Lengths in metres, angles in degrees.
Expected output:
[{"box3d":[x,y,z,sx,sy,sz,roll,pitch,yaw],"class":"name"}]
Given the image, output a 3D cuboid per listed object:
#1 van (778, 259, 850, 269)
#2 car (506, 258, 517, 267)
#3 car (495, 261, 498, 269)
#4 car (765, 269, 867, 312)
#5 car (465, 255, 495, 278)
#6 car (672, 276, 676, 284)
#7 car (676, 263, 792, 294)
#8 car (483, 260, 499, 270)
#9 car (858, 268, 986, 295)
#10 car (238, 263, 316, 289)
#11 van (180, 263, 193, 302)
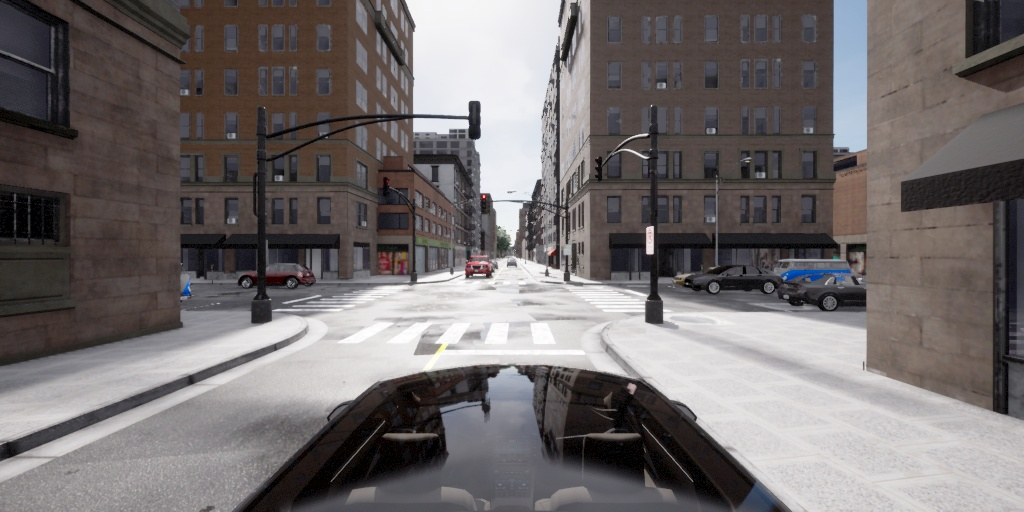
[{"box3d":[18.253,1.080,21.959,3.998,1.789,1.690,0,0,1],"class":"van"},{"box3d":[-0.026,1.260,63.766,2.033,1.411,5.357,0,0,0],"class":"car"},{"box3d":[-3.117,1.259,44.062,1.812,1.442,4.674,0,0,0],"class":"car"},{"box3d":[12.516,1.305,13.490,4.403,1.370,2.007,0,0,1],"class":"car"},{"box3d":[-3.111,0.962,34.225,2.150,2.045,5.566,0,0,0],"class":"car"},{"box3d":[12.413,1.264,22.017,4.829,1.417,1.751,0,0,1],"class":"car"},{"box3d":[11.921,1.248,19.465,4.892,1.490,1.837,0,0,-1],"class":"car"},{"box3d":[-3.106,1.288,54.056,1.994,1.385,4.181,0,0,1],"class":"car"},{"box3d":[21.955,1.346,19.352,4.718,1.301,1.895,0,0,1],"class":"car"},{"box3d":[-14.611,1.172,22.287,4.097,1.591,1.967,0,0,1],"class":"car"},{"box3d":[-14.678,1.089,13.761,3.998,1.789,1.690,0,0,1],"class":"van"}]
